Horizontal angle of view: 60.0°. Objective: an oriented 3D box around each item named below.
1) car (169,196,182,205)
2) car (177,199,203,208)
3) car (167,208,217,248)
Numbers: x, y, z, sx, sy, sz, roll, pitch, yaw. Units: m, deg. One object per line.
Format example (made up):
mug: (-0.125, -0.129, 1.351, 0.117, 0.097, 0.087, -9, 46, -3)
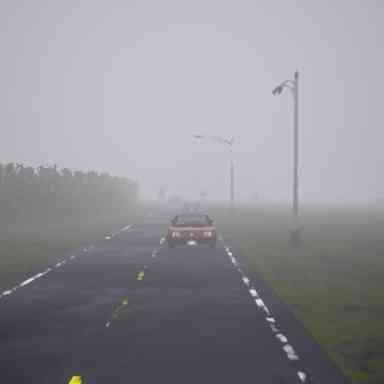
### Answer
car: (-2.750, 1.407, 56.687, 2.097, 1.767, 4.553, 0, 0, 0)
car: (0.000, 1.567, 29.653, 2.033, 1.411, 5.357, 0, 0, 0)
car: (-0.002, 1.615, 14.682, 1.895, 1.301, 4.718, 0, 0, 0)
